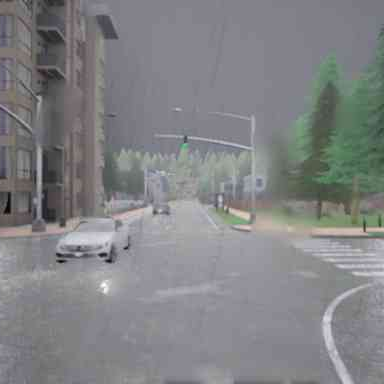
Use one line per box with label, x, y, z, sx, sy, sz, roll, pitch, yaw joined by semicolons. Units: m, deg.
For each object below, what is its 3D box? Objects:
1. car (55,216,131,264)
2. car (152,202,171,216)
car;-3.506;1.688;12.607;1.812;1.442;4.674;0;-1;0
car;-3.519;1.988;38.870;2.128;1.511;4.902;0;-1;0
